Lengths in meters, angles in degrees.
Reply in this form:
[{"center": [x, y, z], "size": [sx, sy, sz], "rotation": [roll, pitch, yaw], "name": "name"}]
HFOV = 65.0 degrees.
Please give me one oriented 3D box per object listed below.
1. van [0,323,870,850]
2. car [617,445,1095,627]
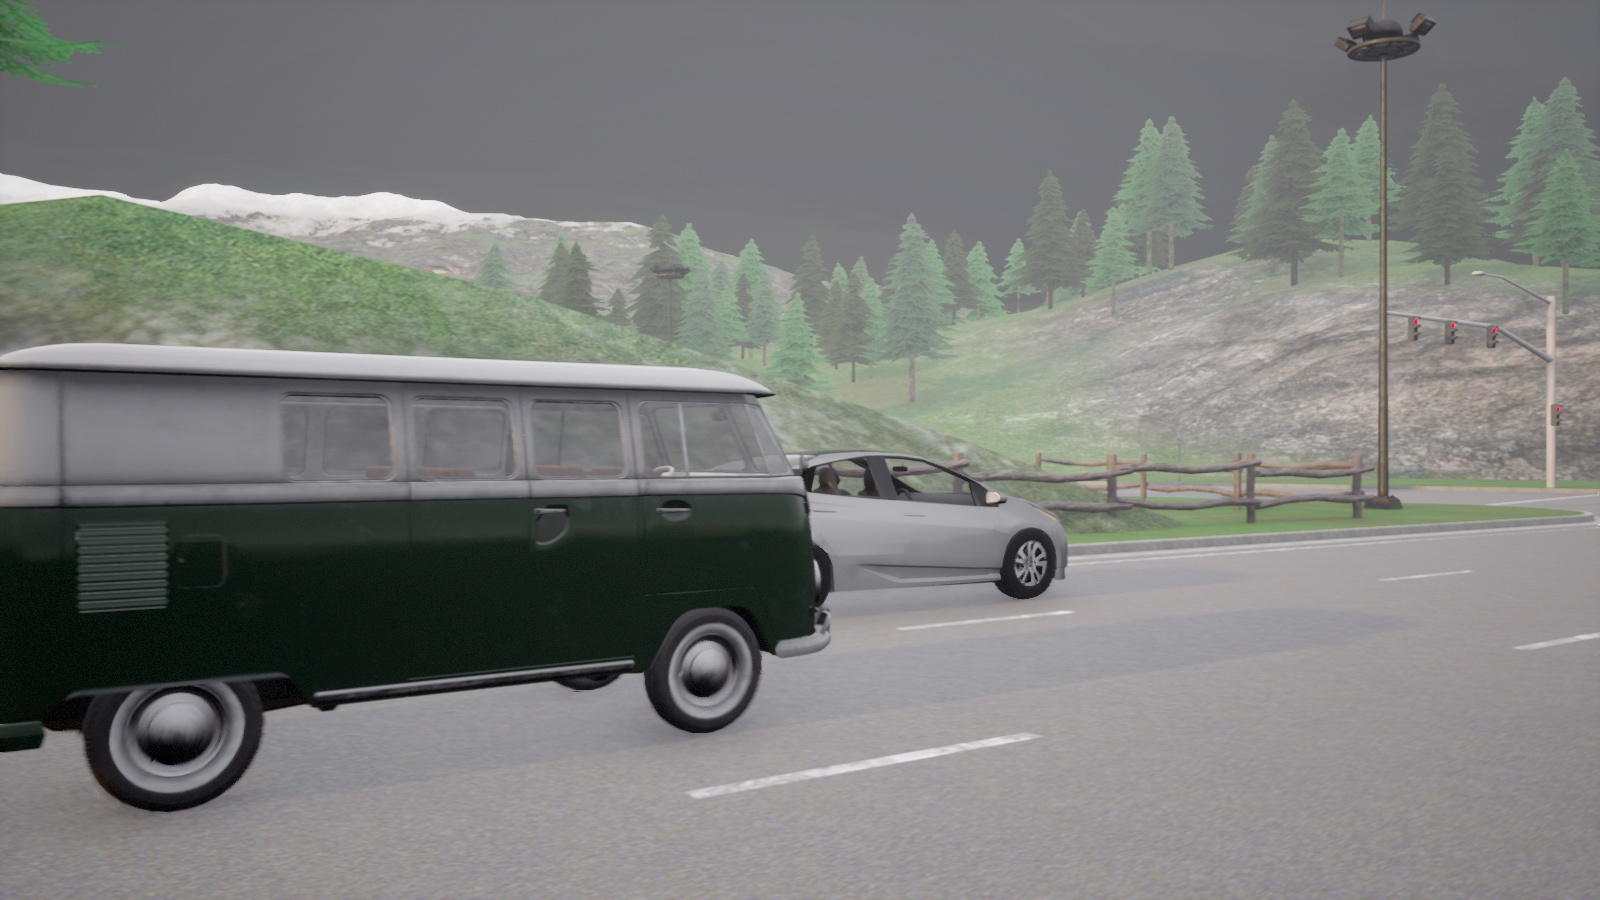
[{"center": [-1.936, 0.518, 6.576], "size": [4.442, 1.987, 1.775], "rotation": [0, 0, -35], "name": "van"}, {"center": [0.651, 0.721, 12.641], "size": [4.514, 1.525, 2.007], "rotation": [0, 0, -35], "name": "car"}]
